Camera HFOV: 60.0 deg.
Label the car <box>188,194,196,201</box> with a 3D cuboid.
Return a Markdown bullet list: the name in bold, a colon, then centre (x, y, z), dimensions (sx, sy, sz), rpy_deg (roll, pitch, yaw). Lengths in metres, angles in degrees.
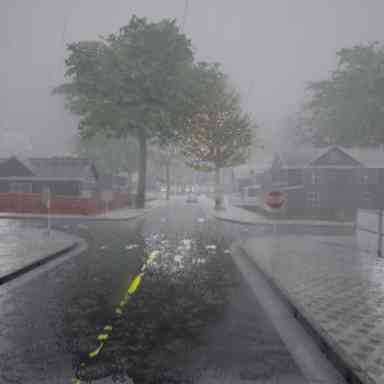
- **car**: centre (-0.012, 1.264, 74.095), dimensions (1.812, 1.442, 4.674), rpy_deg (0, 0, 0)

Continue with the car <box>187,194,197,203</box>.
- **car**: centre (-0.011, 1.484, 64.089), dimensions (1.994, 1.385, 4.181), rpy_deg (0, 0, 0)
